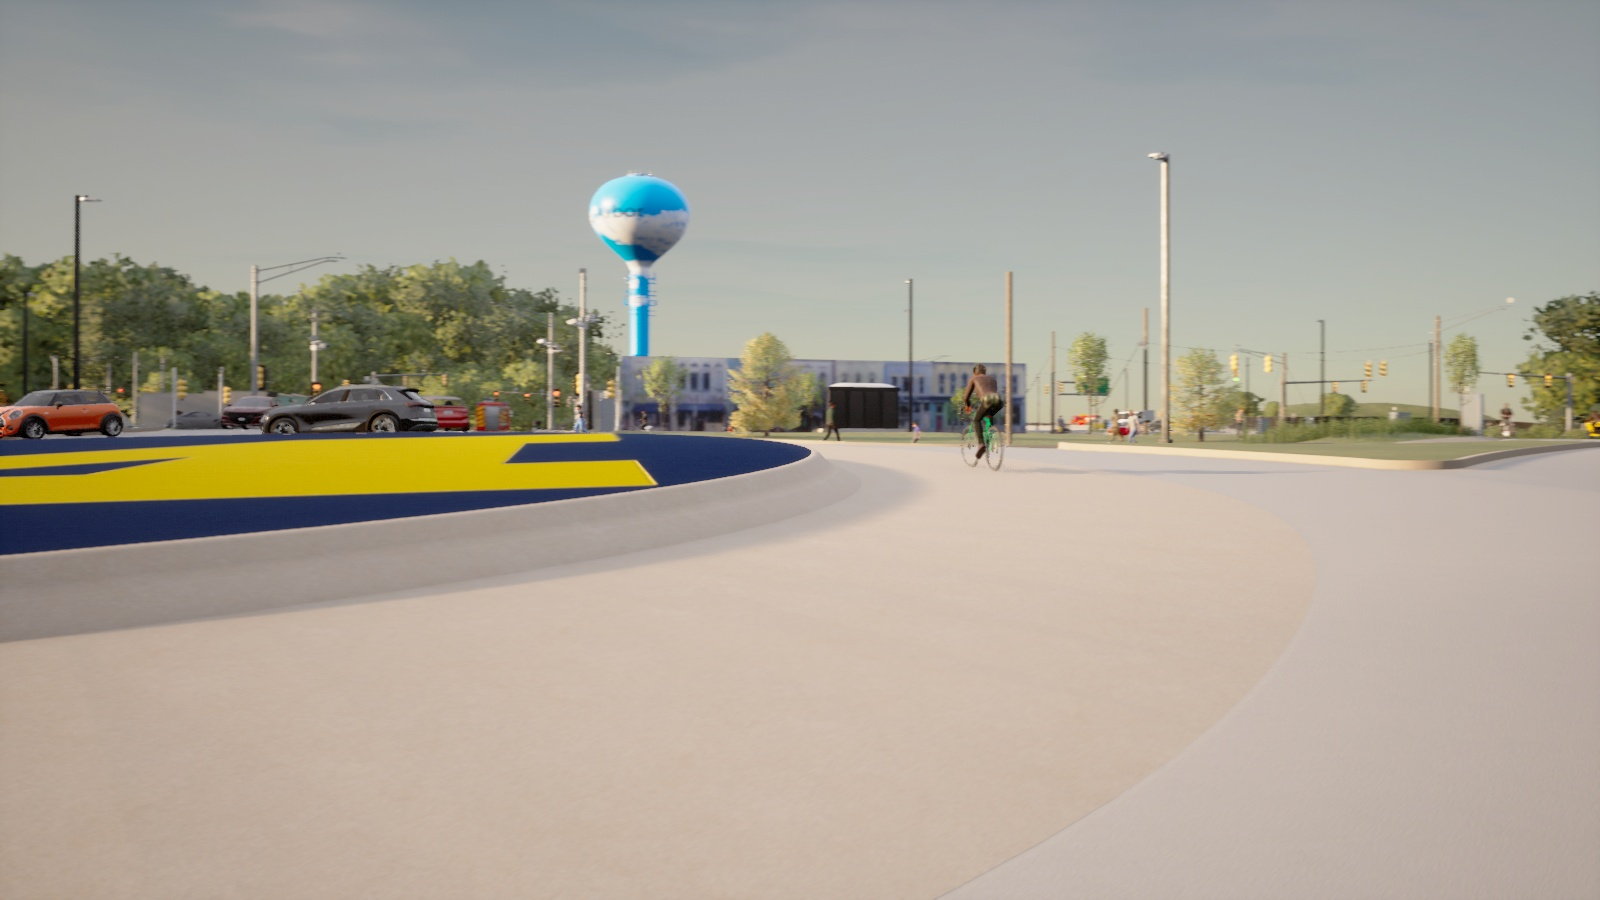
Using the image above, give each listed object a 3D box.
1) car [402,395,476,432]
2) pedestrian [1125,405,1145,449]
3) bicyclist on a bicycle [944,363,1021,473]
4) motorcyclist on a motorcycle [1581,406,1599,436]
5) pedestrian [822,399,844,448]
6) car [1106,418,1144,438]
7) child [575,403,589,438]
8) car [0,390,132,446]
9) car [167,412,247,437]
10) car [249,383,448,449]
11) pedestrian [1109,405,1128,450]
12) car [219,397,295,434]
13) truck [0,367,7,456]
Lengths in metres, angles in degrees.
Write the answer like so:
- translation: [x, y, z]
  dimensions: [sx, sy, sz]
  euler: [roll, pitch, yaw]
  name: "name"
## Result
- translation: [-16.982, -1.686, 58.896]
  dimensions: [2.242, 1.667, 4.611]
  euler: [0, 1, -31]
  name: "car"
- translation: [14.172, -0.963, 53.130]
  dimensions: [0.706, 1.836, 0.354]
  euler: [0, 0, -15]
  name: "pedestrian"
- translation: [2.794, -0.507, 19.358]
  dimensions: [0.582, 1.620, 1.656]
  euler: [0, 3, -14]
  name: "bicyclist on a bicycle"
- translation: [41.294, -1.477, 64.919]
  dimensions: [0.797, 1.523, 2.044]
  euler: [-1, 0, 9]
  name: "motorcyclist on a motorcycle"
- translation: [1.338, -1.066, 50.355]
  dimensions: [0.788, 1.949, 0.423]
  euler: [0, 0, -17]
  name: "pedestrian"
- translation: [23.466, -1.556, 90.553]
  dimensions: [2.207, 1.376, 1.481]
  euler: [-1, 0, -29]
  name: "car"
- translation: [-7.973, -1.091, 45.870]
  dimensions: [0.437, 1.263, 0.270]
  euler: [0, 0, -27]
  name: "child"
- translation: [-25.747, -1.135, 43.191]
  dimensions: [2.097, 1.767, 4.553]
  euler: [0, 3, 21]
  name: "car"
- translation: [-36.719, -1.563, 77.855]
  dimensions: [4.181, 1.385, 1.994]
  euler: [-2, 0, -15]
  name: "car"
- translation: [-12.713, -0.926, 35.515]
  dimensions: [4.856, 1.649, 2.033]
  euler: [-2, 0, 5]
  name: "car"
- translation: [13.729, -0.981, 54.160]
  dimensions: [0.692, 1.930, 0.396]
  euler: [0, 0, -20]
  name: "pedestrian"
- translation: [-23.679, -1.514, 54.921]
  dimensions: [1.882, 1.535, 5.008]
  euler: [0, 1, -9]
  name: "car"
- translation: [-24.766, -0.988, 33.689]
  dimensions: [2.627, 2.467, 5.204]
  euler: [0, 2, 33]
  name: "truck"
